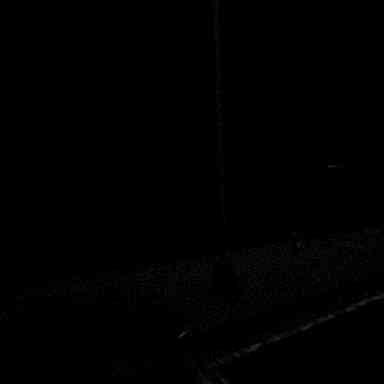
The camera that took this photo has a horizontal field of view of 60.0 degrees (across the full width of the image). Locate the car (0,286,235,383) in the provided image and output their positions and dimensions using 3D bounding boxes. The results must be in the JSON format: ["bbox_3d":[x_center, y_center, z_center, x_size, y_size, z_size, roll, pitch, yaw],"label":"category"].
[{"bbox_3d":[-1.569,1.451,1.429,4.097,1.590,1.967,-2,0,-35],"label":"car"}]
